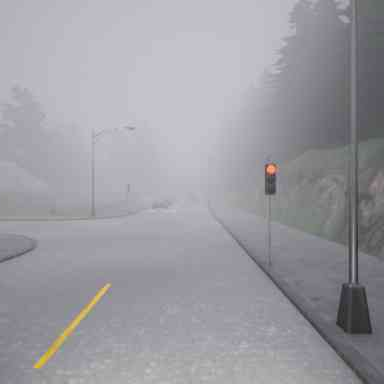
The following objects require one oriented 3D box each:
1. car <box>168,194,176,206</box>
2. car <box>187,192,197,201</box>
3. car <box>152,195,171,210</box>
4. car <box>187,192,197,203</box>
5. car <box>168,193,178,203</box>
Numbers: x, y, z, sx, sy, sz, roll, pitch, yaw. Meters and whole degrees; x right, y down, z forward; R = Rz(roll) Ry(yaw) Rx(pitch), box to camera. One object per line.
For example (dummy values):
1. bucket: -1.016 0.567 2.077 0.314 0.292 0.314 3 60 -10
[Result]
1. car: -4.101 1.477 53.799 1.882 1.535 5.008 0 0 0
2. car: -0.016 1.108 78.413 2.150 2.045 5.566 0 0 0
3. car: -4.093 1.526 43.507 1.812 1.442 4.674 0 0 0
4. car: -0.014 1.352 68.317 2.097 1.767 4.553 0 0 0
5. car: -4.037 1.222 66.990 2.150 2.045 5.566 0 0 0
